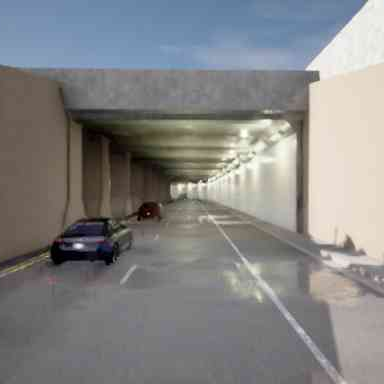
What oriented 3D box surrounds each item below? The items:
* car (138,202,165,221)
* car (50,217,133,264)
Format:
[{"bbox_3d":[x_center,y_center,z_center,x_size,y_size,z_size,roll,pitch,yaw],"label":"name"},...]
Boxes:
[{"bbox_3d":[-3.399,1.556,28.401,1.882,1.535,5.008,0,0,0],"label":"car"},{"bbox_3d":[-3.399,1.597,11.986,1.994,1.385,4.181,0,0,0],"label":"car"}]
